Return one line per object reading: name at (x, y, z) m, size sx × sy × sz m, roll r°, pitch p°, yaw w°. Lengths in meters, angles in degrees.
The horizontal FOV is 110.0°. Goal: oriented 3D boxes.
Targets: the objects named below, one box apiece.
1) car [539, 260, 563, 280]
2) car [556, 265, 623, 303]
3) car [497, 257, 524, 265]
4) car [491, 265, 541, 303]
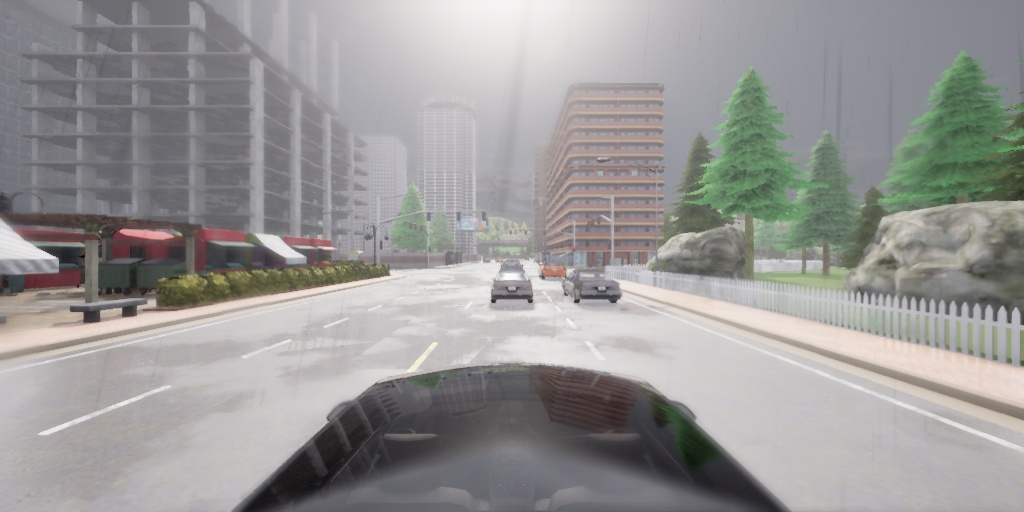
car at (3.500, 1.115, 31.470) m, size 2.097 × 1.767 × 4.553 m, roll 0°, pitch 0°, yaw 0°
car at (3.500, 1.312, 16.500) m, size 2.033 × 1.411 × 5.357 m, roll 0°, pitch 0°, yaw 0°
car at (0.000, 1.115, 31.470) m, size 2.097 × 1.767 × 4.553 m, roll 0°, pitch 0°, yaw 0°
car at (0.000, 1.312, 16.500) m, size 2.033 × 1.411 × 5.357 m, roll 0°, pitch 0°, yaw 0°
